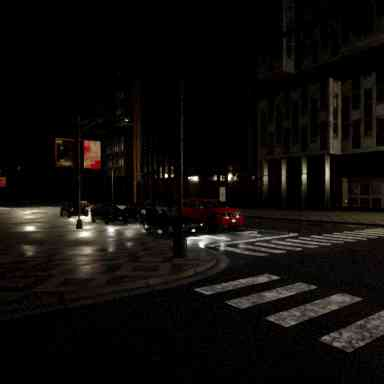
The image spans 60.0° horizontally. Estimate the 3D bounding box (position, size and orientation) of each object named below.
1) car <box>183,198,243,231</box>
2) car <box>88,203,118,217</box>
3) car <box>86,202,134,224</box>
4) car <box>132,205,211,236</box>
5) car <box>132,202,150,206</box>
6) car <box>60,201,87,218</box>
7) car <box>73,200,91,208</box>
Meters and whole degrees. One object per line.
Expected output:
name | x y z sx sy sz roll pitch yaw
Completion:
car | 1.023 1.455 22.790 2.150 2.045 5.566 0 -1 -34
car | -10.421 2.024 38.736 1.812 1.442 4.674 0 -1 -35
car | -7.154 1.855 28.581 1.882 1.535 5.008 0 -1 -36
car | -1.461 1.793 20.632 2.033 1.411 5.357 0 -1 -36
car | -4.635 1.716 30.653 2.097 1.767 4.553 0 -1 -36
car | -13.067 1.866 36.851 2.097 1.767 4.553 0 -1 -36
car | -22.027 2.406 66.420 2.033 1.411 5.357 0 -1 -36
